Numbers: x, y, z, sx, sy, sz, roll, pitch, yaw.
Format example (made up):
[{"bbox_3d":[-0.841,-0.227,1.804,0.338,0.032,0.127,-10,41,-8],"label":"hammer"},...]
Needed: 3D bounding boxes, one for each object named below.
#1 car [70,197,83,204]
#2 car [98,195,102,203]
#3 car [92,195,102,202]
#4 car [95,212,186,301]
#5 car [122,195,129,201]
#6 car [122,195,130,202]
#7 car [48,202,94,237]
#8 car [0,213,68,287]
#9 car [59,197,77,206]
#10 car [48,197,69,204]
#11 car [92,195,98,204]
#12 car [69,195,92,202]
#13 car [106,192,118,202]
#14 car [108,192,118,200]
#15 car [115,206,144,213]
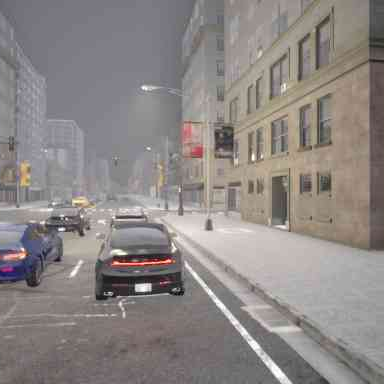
[{"bbox_3d":[-23.362,1.617,67.586,1.895,1.301,4.718,0,0,-11],"label":"car"},{"bbox_3d":[-20.059,1.574,67.648,1.994,1.385,4.181,0,0,-11],"label":"car"},{"bbox_3d":[-22.056,1.497,77.531,1.837,1.490,4.892,0,0,-11],"label":"car"},{"bbox_3d":[-1.368,1.506,8.470,1.837,1.490,4.892,0,0,-11],"label":"car"},{"bbox_3d":[-17.906,1.499,89.816,1.882,1.535,5.008,0,0,-11],"label":"car"},{"bbox_3d":[-15.928,1.617,80.021,1.895,1.301,4.718,0,0,-11],"label":"car"},{"bbox_3d":[-6.606,1.509,17.998,1.837,1.490,4.892,0,0,-11],"label":"car"},{"bbox_3d":[-4.793,1.527,9.032,1.812,1.442,4.674,0,0,-11],"label":"car"},{"bbox_3d":[-21.436,1.568,57.745,2.033,1.411,5.357,0,0,-11],"label":"car"},{"bbox_3d":[-19.583,1.510,48.176,2.128,1.511,4.902,0,0,-14],"label":"car"},{"bbox_3d":[-18.175,1.373,58.038,2.097,1.767,4.553,0,0,-12],"label":"car"},{"bbox_3d":[-16.371,1.496,48.952,1.882,1.535,5.008,0,0,-11],"label":"car"},{"bbox_3d":[-18.788,1.243,77.767,2.150,2.045,5.566,0,0,-11],"label":"car"},{"bbox_3d":[-20.852,1.115,87.980,2.150,2.045,5.566,0,0,-11],"label":"car"},{"bbox_3d":[-3.311,1.495,17.591,2.128,1.511,4.902,0,0,-11],"label":"car"}]
